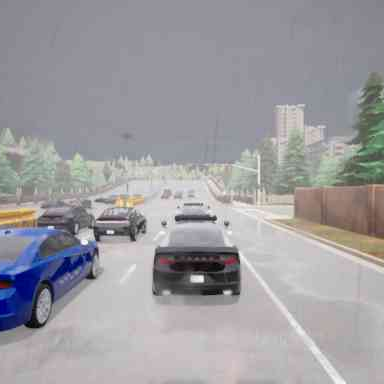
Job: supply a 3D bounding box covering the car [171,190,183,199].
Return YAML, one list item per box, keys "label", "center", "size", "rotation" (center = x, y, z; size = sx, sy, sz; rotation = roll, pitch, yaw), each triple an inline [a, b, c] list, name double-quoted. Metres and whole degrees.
- label: "car"
  center: [-3.635, 0.871, 88.063]
  size: [2.097, 1.767, 4.553]
  rotation: [0, 3, 0]

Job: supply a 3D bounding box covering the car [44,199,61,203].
- label: "car"
  center: [-17.614, 1.548, 42.437]
  size: [1.994, 1.385, 4.181]
  rotation: [0, 0, 0]

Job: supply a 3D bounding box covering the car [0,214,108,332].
- label: "car"
  center: [-3.403, 1.475, 6.974]
  size: [1.882, 1.535, 5.008]
  rotation: [0, 0, 0]

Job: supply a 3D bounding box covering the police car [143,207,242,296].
- label: "police car"
  center: [0.097, 1.422, 8.820]
  size: [1.930, 1.638, 5.238]
  rotation: [0, 0, 0]

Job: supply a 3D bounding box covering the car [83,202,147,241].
- label: "car"
  center: [-3.415, 1.485, 16.480]
  size: [2.128, 1.511, 4.902]
  rotation: [0, 0, 1]

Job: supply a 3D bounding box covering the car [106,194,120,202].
- label: "car"
  center: [-17.555, 1.313, 74.290]
  size: [2.097, 1.767, 4.553]
  rotation: [0, 0, 0]

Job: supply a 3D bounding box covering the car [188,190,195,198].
- label: "car"
  center: [-0.154, 0.898, 91.272]
  size: [1.895, 1.301, 4.718]
  rotation: [0, 4, 0]

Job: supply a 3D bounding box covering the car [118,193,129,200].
- label: "car"
  center: [-17.624, 1.160, 86.182]
  size: [1.994, 1.385, 4.181]
  rotation: [0, 2, 0]

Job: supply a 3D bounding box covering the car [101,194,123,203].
- label: "car"
  center: [-14.095, 1.542, 58.848]
  size: [1.994, 1.385, 4.181]
  rotation: [0, 0, 0]

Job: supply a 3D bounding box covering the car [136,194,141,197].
- label: "car"
  center: [-14.114, 1.171, 84.470]
  size: [1.882, 1.535, 5.008]
  rotation: [0, 2, 0]

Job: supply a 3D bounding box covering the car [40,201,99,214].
- label: "car"
  center: [-6.906, 1.498, 18.682]
  size: [1.837, 1.490, 4.892]
  rotation: [0, 0, 0]

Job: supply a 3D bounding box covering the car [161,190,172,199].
- label: "car"
  center: [-7.138, 1.039, 88.486]
  size: [1.994, 1.385, 4.181]
  rotation: [0, 4, 0]

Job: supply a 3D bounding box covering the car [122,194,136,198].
- label: "car"
  center: [-14.038, 1.498, 71.119]
  size: [2.128, 1.511, 4.902]
  rotation: [0, 0, 0]

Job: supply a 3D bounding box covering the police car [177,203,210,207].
- label: "police car"
  center: [0.092, 1.418, 18.723]
  size: [1.930, 1.638, 5.238]
  rotation: [0, 0, 0]

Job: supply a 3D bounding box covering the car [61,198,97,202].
- label: "car"
  center: [-14.115, 1.476, 41.855]
  size: [2.128, 1.511, 4.902]
  rotation: [0, 0, 0]

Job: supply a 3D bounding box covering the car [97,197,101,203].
- label: "car"
  center: [-17.539, 1.577, 65.348]
  size: [1.895, 1.301, 4.718]
  rotation: [0, 0, 0]
